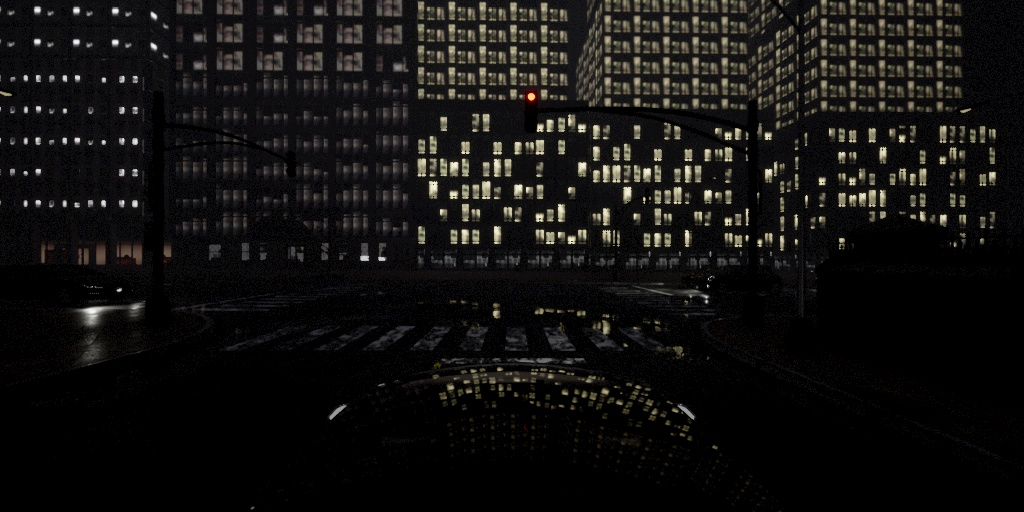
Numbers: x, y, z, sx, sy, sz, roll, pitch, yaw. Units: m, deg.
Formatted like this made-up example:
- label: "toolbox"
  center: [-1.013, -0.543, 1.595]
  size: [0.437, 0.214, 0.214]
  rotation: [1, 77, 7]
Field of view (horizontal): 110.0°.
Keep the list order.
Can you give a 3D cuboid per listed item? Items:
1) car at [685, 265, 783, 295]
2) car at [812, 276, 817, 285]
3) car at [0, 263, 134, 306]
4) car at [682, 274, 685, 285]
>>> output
- label: "car"
  center: [13.083, 1.283, 21.019]
  size: [4.553, 1.767, 2.097]
  rotation: [1, 0, -1]
- label: "car"
  center: [23.459, 1.665, 24.435]
  size: [4.718, 1.301, 1.895]
  rotation: [1, 0, -1]
- label: "car"
  center: [-17.614, 1.043, 13.828]
  size: [4.892, 1.490, 1.837]
  rotation: [1, 0, -1]
- label: "car"
  center: [14.134, 1.429, 24.283]
  size: [5.008, 1.535, 1.882]
  rotation: [1, 0, -2]
